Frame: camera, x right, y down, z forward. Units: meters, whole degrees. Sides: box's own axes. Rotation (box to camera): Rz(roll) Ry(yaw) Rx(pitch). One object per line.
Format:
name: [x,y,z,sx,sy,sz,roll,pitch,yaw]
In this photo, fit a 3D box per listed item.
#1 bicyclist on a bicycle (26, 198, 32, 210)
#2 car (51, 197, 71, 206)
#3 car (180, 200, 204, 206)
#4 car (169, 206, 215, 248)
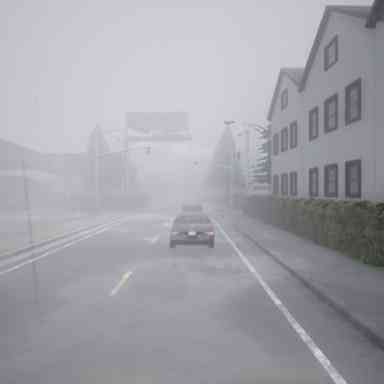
bicyclist on a bicycle: [-21.760,1.643,44.439,0.582,1.620,1.656,0,0,0]
car: [-22.171,1.670,58.170,4.611,1.667,2.242,0,0,0]
car: [0.000,1.484,29.650,1.882,1.535,5.008,0,0,0]
car: [0.000,1.562,14.650,2.033,1.411,5.357,0,0,0]
